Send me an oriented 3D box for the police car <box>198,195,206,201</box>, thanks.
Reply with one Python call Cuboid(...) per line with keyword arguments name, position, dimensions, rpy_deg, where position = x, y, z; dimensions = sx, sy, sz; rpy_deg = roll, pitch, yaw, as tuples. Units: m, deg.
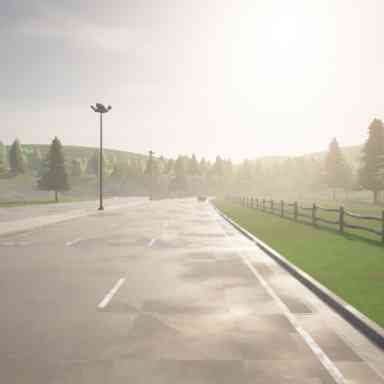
Cuboid(name="police car", position=(2.415, 1.457, 79.299), dimensions=(1.930, 1.638, 5.238), rpy_deg=(0, 0, 2))
